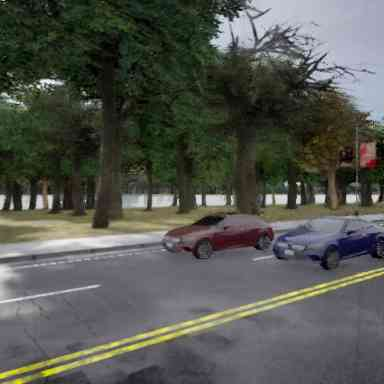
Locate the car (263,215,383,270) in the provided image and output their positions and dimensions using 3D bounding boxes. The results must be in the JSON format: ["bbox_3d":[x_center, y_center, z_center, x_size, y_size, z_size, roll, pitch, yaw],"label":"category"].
[{"bbox_3d":[4.736,1.513,11.085,4.674,1.442,1.812,0,0,-35],"label":"car"}]

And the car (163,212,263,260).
[{"bbox_3d":[1.145,1.514,12.494,4.674,1.442,1.812,0,0,-36],"label":"car"}]
